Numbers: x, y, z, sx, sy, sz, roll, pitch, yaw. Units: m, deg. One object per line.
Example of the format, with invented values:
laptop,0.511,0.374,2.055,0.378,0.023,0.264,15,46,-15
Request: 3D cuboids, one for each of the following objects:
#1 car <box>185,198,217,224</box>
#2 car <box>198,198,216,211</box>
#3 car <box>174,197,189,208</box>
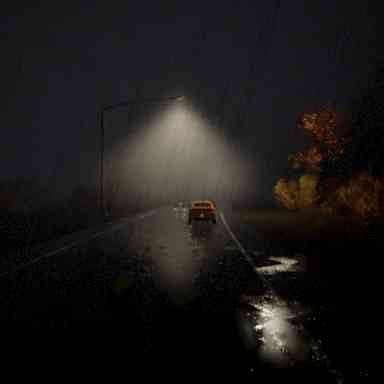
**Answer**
car,0.795,1.433,24.733,1.882,1.535,5.008,0,0,3
car,1.927,1.484,41.229,1.994,1.385,4.181,0,0,5
car,-1.283,1.422,46.195,2.128,1.511,4.902,0,0,5
